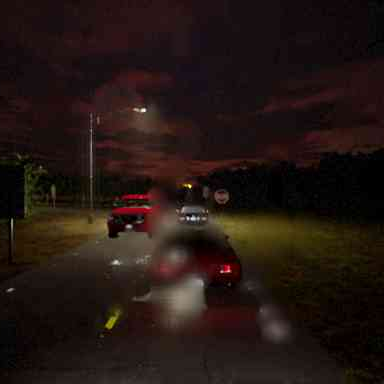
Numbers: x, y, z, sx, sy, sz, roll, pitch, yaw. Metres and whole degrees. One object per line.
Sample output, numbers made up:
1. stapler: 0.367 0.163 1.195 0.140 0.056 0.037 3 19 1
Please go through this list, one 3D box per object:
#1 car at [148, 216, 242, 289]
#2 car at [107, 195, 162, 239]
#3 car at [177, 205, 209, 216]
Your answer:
1. car: 0.081 1.584 9.042 1.895 1.301 4.718 0 0 0
2. car: -2.787 1.170 17.422 2.150 2.045 5.566 0 0 0
3. car: 0.056 1.484 20.514 2.033 1.411 5.357 0 0 0
